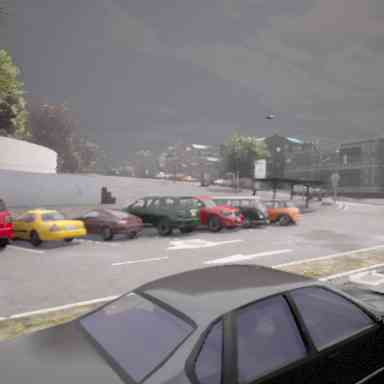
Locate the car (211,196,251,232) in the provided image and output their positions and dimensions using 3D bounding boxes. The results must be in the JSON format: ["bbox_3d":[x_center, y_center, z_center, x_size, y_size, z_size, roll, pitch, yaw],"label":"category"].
[{"bbox_3d":[0.398,1.263,20.403,5.566,2.045,2.435,-1,-1,35],"label":"car"}]

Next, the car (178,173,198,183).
[{"bbox_3d":[-0.421,-3.170,82.032,1.946,1.575,5.366,7,3,34],"label":"car"}]

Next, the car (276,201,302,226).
[{"bbox_3d":[5.345,1.401,23.824,4.553,1.767,2.185,-1,-1,35],"label":"car"}]

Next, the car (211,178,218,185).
[{"bbox_3d":[6.429,-2.037,72.061,2.002,1.452,4.674,7,3,35],"label":"car"}]

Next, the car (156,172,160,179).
[{"bbox_3d":[-7.569,-4.356,91.573,2.435,2.045,5.566,1,-1,34],"label":"car"}]

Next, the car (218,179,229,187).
[{"bbox_3d":[8.261,-1.805,69.741,1.946,1.575,5.366,7,3,35],"label":"car"}]

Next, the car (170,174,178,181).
[{"bbox_3d":[-2.272,-3.692,84.291,2.435,2.045,5.566,7,3,34],"label":"car"}]

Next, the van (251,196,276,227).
[{"bbox_3d":[2.937,1.294,22.073,4.442,1.987,1.878,-1,-1,35],"label":"van"}]

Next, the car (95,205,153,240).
[{"bbox_3d":[-4.542,1.543,16.939,4.674,1.452,2.002,-1,-1,35],"label":"car"}]

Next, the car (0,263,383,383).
[{"bbox_3d":[0.655,1.552,3.592,5.357,1.411,2.033,0,0,-35],"label":"car"}]

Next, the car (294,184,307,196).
[{"bbox_3d":[18.538,-0.419,54.793,2.435,2.045,5.566,7,3,35],"label":"car"}]

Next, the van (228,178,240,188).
[{"bbox_3d":[9.836,-1.757,67.010,1.878,1.987,4.442,7,4,35],"label":"van"}]

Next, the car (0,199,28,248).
[{"bbox_3d":[-9.467,1.240,13.483,5.566,2.045,2.435,-1,-1,35],"label":"car"}]

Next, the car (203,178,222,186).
[{"bbox_3d":[4.686,-2.311,74.523,2.002,1.452,4.674,7,3,35],"label":"car"}]

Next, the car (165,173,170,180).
[{"bbox_3d":[-4.067,-3.844,86.757,2.185,1.767,4.553,6,3,34],"label":"car"}]

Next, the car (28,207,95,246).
[{"bbox_3d":[-7.148,1.496,15.311,5.366,1.575,1.946,-1,-1,35],"label":"car"}]

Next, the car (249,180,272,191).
[{"bbox_3d":[13.326,-0.985,62.177,2.231,1.521,4.892,7,3,35],"label":"car"}]

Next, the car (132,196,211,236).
[{"bbox_3d":[-2.115,1.258,18.697,5.566,2.045,2.435,-1,-1,35],"label":"car"}]

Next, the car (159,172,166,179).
[{"bbox_3d":[-5.797,-4.079,89.226,2.185,1.767,4.553,4,1,33],"label":"car"}]

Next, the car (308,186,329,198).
[{"bbox_3d":[20.229,0.143,52.321,2.002,1.452,4.674,7,3,35],"label":"car"}]

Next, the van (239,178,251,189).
[{"bbox_3d":[11.566,-1.484,64.539,1.878,1.987,4.442,7,4,35],"label":"van"}]
